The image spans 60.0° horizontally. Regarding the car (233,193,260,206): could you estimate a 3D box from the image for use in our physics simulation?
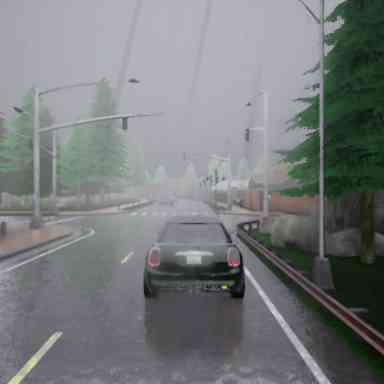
[{"bbox_3d":[8.437,1.158,51.898,3.866,1.878,1.905,0,0,-1],"label":"car"}]

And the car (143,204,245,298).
[{"bbox_3d":[0.063,1.354,8.662,2.097,1.767,4.553,0,0,1],"label":"car"}]

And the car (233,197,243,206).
[{"bbox_3d":[8.852,1.155,49.388,4.605,1.855,1.932,0,0,-1],"label":"car"}]

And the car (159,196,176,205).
[{"bbox_3d":[-4.085,1.546,52.414,1.994,1.385,4.181,0,0,0],"label":"car"}]
